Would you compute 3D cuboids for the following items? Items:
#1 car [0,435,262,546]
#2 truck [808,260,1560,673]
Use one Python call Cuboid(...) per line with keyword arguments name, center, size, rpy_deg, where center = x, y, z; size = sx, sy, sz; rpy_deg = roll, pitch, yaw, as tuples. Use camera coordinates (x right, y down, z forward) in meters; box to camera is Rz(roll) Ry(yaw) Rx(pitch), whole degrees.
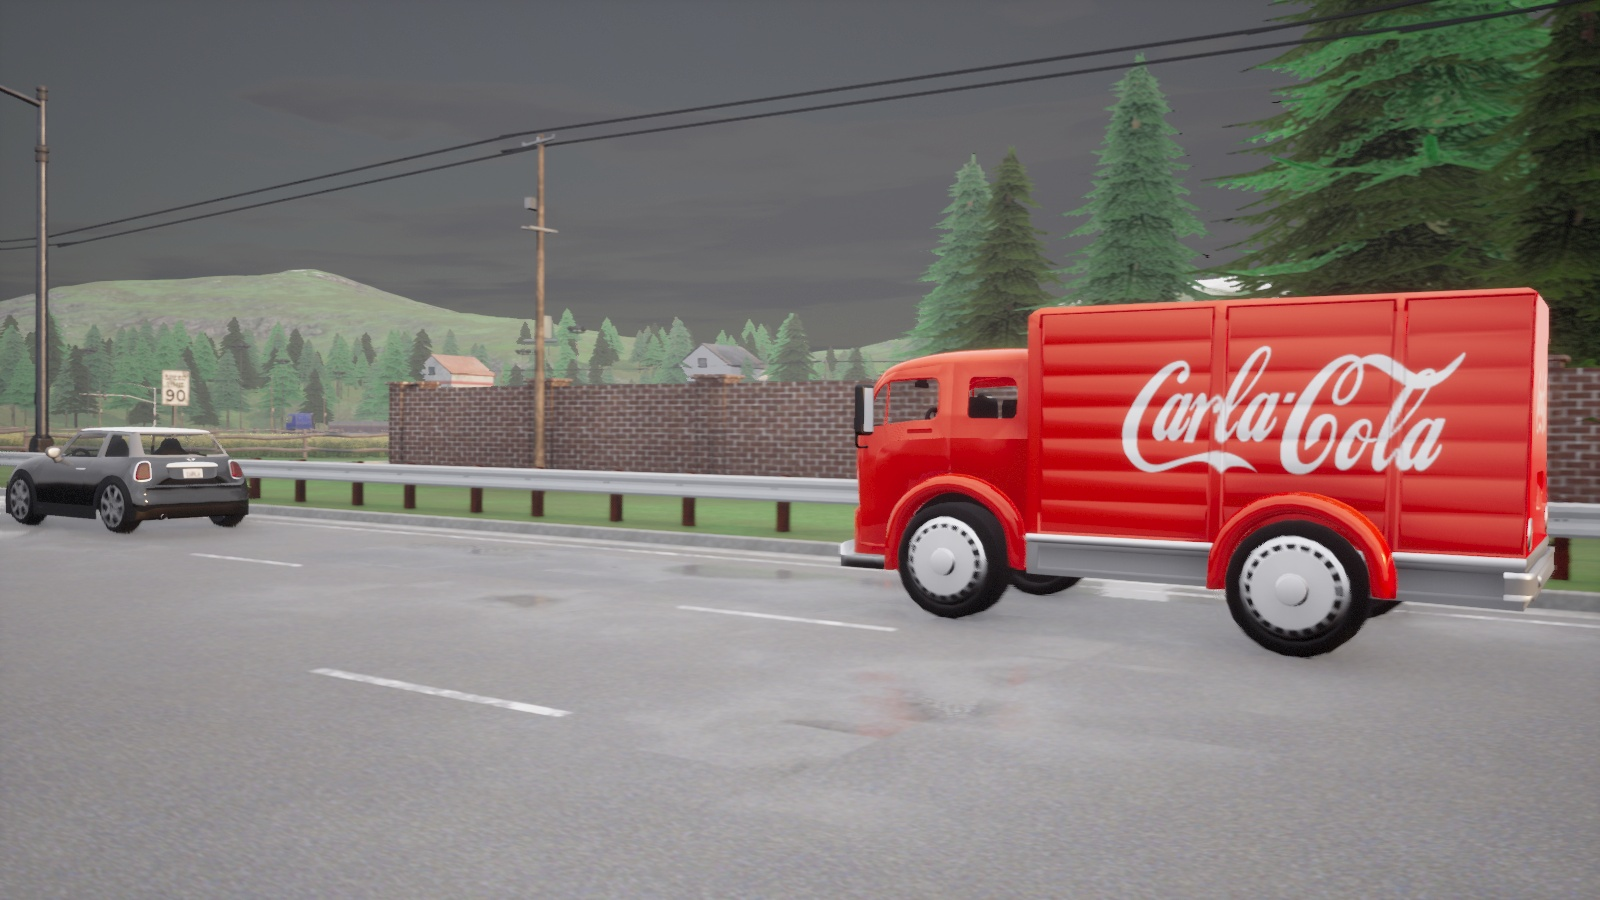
Cuboid(name="car", center=(-10.046, 0.533, 18.699), size=(3.806, 1.475, 1.970), rpy_deg=(0, 1, 34))
Cuboid(name="truck", center=(2.972, 0.080, 10.042), size=(5.204, 2.467, 2.627), rpy_deg=(0, 1, 34))
